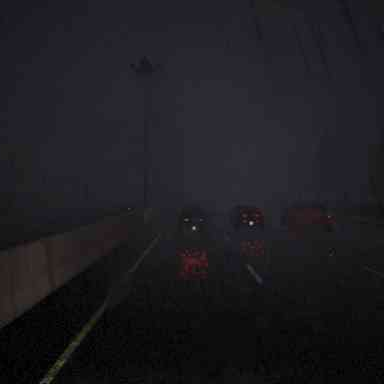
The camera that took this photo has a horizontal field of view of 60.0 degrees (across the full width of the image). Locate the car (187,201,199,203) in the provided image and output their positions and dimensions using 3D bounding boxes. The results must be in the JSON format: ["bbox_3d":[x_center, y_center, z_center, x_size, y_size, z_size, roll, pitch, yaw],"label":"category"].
[{"bbox_3d":[0.101,1.811,42.134,1.895,1.301,4.718,0,0,0],"label":"car"}]

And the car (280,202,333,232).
[{"bbox_3d":[7.102,1.459,21.163,2.097,1.767,4.553,0,0,0],"label":"car"}]

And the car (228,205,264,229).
[{"bbox_3d":[3.602,1.620,22.590,1.837,1.490,4.892,0,0,0],"label":"car"}]

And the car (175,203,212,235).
[{"bbox_3d":[0.102,1.603,19.428,1.837,1.490,4.892,0,0,0],"label":"car"}]
